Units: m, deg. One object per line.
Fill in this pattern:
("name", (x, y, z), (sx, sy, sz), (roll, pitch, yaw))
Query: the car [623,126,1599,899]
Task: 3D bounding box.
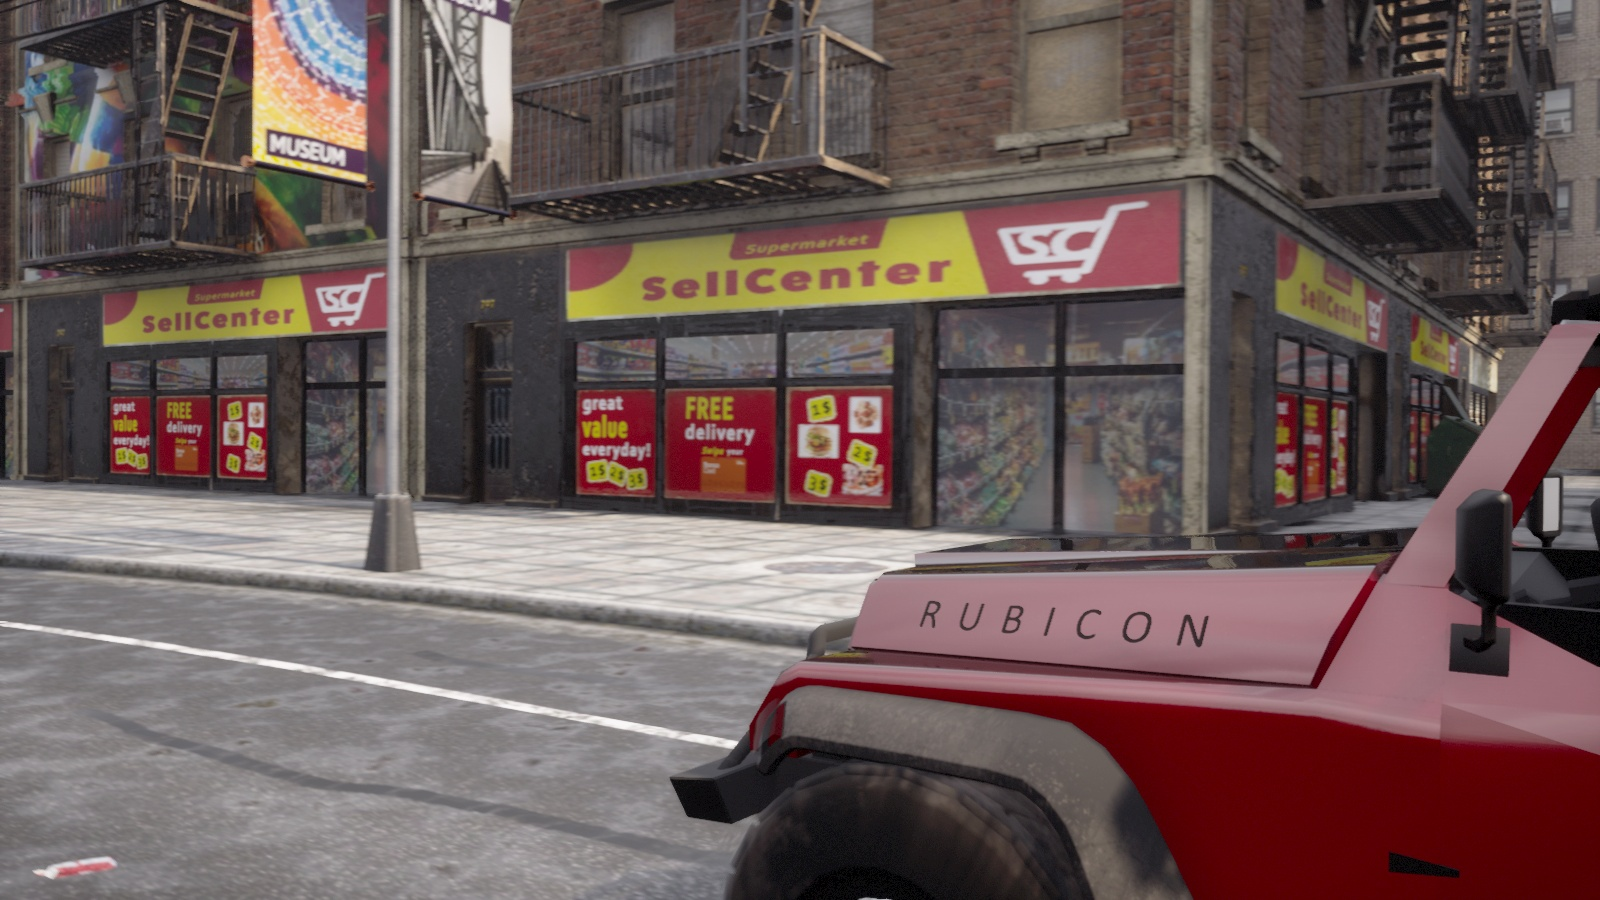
("car", (1.763, 0.478, 2.448), (3.866, 1.878, 1.905), (0, 1, 34))
